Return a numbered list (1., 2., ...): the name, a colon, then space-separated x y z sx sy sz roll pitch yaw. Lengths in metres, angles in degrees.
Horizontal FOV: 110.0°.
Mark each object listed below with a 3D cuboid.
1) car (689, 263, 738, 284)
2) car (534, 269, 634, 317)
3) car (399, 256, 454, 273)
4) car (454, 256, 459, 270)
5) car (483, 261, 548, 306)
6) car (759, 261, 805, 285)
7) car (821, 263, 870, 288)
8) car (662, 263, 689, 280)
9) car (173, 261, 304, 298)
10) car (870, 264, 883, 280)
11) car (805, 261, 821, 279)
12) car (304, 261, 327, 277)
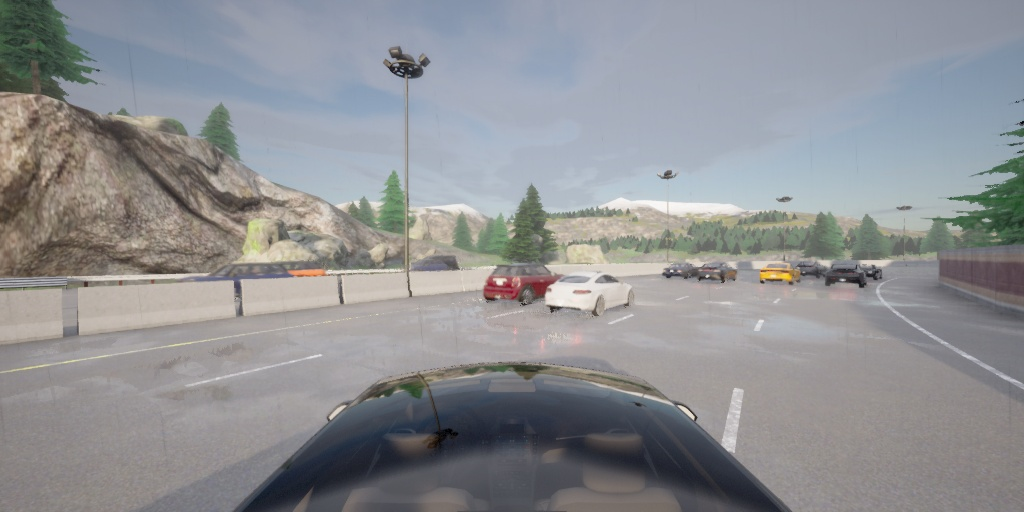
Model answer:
1. car: 15.731 1.241 27.374 4.902 1.511 2.128 0 0 -45
2. car: 2.955 1.276 13.224 1.812 1.442 4.674 0 0 38
3. car: -8.081 1.102 33.047 2.097 1.767 4.553 0 0 42
4. car: -8.238 0.971 38.158 2.150 2.045 5.566 0 0 43
5. car: 0.812 1.102 16.121 2.097 1.767 4.553 0 0 38
6. car: 19.747 1.228 26.340 5.008 1.535 1.882 0 0 -44
7. car: 22.482 1.255 24.113 4.892 1.490 1.837 0 0 -43
8. car: 15.242 1.298 31.772 5.357 1.411 2.033 0 0 -43
9. car: -12.454 1.102 16.244 2.097 1.767 4.553 0 0 36
10. car: 30.421 1.351 30.947 4.718 1.301 1.895 0 0 -39
11. car: 27.685 1.242 33.218 4.902 1.511 2.128 0 0 -39
12. car: -13.355 1.102 20.948 2.097 1.767 4.553 0 0 37
